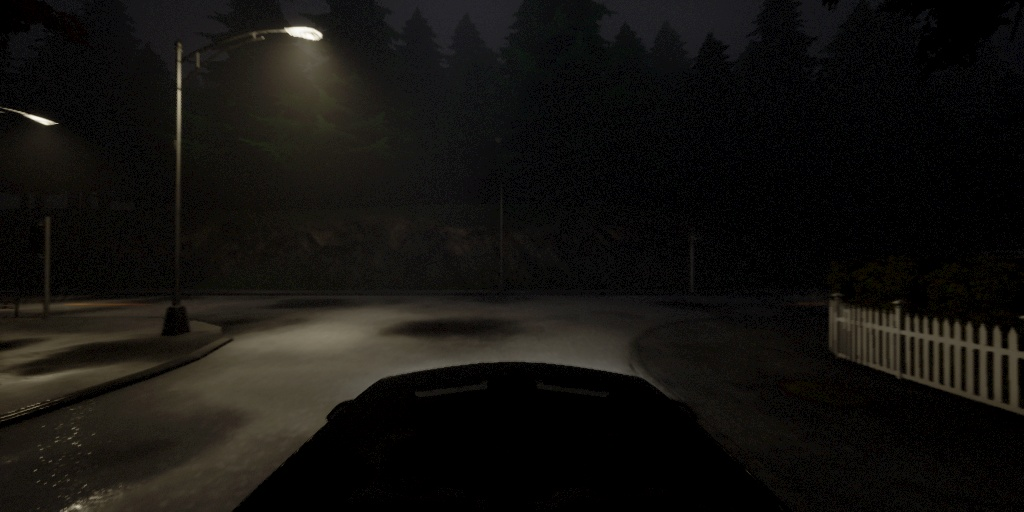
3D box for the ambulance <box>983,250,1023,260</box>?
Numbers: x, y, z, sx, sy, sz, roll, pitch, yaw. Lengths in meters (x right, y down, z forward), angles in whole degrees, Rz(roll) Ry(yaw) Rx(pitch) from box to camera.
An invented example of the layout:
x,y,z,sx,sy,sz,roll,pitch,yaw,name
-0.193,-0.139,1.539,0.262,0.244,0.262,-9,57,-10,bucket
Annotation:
x,y,z,sx,sy,sz,roll,pitch,yaw,name
25.932,0.908,17.825,6.366,2.431,2.351,0,-1,0,ambulance
